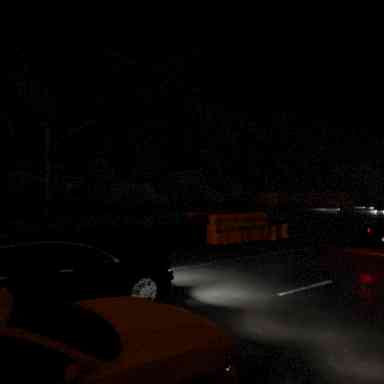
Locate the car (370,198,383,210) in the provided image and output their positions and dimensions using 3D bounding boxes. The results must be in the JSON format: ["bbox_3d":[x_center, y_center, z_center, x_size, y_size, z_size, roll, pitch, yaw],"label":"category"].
[{"bbox_3d":[26.189,1.790,44.357,4.181,1.385,1.994,0,0,-35],"label":"car"}]

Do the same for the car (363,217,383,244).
[{"bbox_3d":[9.885,1.706,15.175,4.718,1.301,1.895,0,0,-36],"label":"car"}]

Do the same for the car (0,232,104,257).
[{"bbox_3d":[-2.616,1.519,6.194,4.892,1.490,1.837,1,0,-36],"label":"car"}]

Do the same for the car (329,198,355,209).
[{"bbox_3d":[22.736,1.709,50.479,5.008,1.535,1.882,0,0,-35],"label":"car"}]

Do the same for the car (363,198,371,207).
[{"bbox_3d":[30.939,1.775,56.311,4.892,1.490,1.837,0,0,-36],"label":"car"}]

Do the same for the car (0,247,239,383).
[{"bbox_3d":[-1.845,1.478,2.446,5.008,1.535,1.882,1,0,-36],"label":"car"}]
